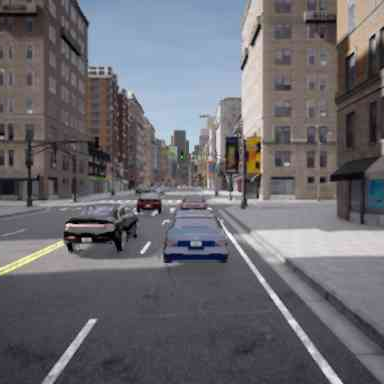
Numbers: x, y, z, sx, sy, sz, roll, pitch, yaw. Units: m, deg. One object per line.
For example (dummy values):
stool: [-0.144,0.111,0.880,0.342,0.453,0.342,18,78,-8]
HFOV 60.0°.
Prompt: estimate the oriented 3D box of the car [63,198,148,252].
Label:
car: [-3.145,1.172,12.349,2.128,1.511,4.902,0,1,0]

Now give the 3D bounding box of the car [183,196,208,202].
car: [0.242,0.957,25.195,1.895,1.301,4.718,0,1,4]

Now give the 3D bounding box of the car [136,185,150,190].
car: [-9.734,-0.455,65.729,2.150,2.045,5.566,0,2,0]

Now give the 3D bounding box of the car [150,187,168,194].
car: [-6.487,-0.178,65.809,2.128,1.511,4.902,0,1,0]

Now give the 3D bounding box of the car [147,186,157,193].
car: [-9.720,-0.588,81.363,1.882,1.535,5.008,0,1,0]

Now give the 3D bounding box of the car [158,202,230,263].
car: [0.103,1.270,10.775,2.033,1.411,5.357,0,1,0]

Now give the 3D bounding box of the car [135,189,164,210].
car: [-3.394,0.794,26.754,1.882,1.535,5.008,0,1,-5]

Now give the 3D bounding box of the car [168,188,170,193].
car: [-6.470,-0.522,81.228,2.033,1.411,5.357,0,1,0]
